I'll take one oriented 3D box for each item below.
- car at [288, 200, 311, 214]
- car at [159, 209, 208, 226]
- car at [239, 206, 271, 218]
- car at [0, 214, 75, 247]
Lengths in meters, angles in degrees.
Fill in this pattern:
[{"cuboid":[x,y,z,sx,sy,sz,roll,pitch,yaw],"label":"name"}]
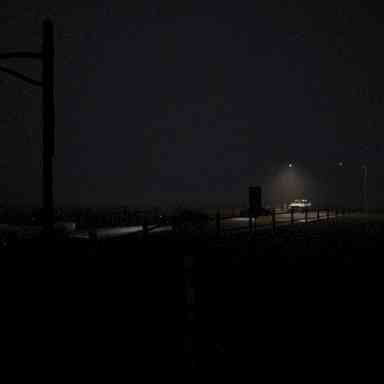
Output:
[{"cuboid":[16.841,2.259,51.711,2.150,2.045,5.566,0,-1,36],"label":"car"},{"cuboid":[-0.642,2.065,27.897,1.895,1.301,4.718,0,-1,36],"label":"car"},{"cuboid":[7.456,2.278,38.999,2.033,1.411,5.357,0,-1,36],"label":"car"},{"cuboid":[-8.164,1.799,16.362,1.895,1.301,4.718,0,-1,27],"label":"car"}]
